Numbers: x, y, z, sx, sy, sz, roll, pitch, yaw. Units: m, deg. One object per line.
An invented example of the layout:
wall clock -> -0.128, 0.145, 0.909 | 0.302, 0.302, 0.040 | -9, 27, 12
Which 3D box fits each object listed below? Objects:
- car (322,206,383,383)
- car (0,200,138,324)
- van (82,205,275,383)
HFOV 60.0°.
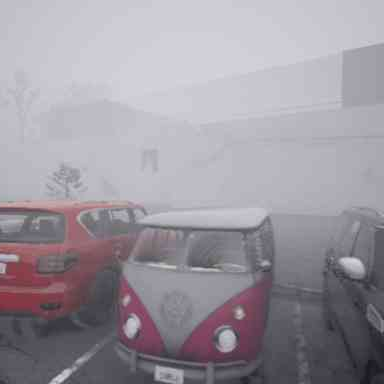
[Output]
car -> 2.830, 1.240, 3.753 | 2.435, 2.045, 5.566 | 1, 0, 16
car -> -2.021, 1.195, 7.277 | 2.435, 2.045, 5.566 | 1, 0, 15
van -> 0.378, 1.242, 5.400 | 1.878, 1.987, 4.442 | 1, 0, 16
